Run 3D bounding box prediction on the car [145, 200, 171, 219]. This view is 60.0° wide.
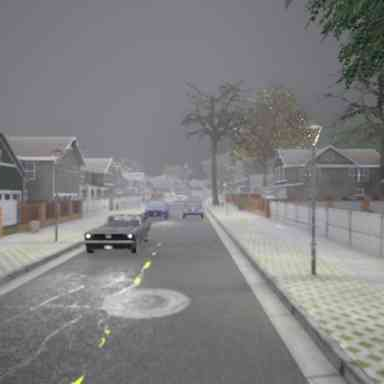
[{"bbox_3d":[-2.849,1.424,28.230,1.882,1.535,5.008,0,0,0],"label":"car"}]

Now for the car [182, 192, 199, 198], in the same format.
[{"bbox_3d":[0.117,1.244,41.421,2.097,1.767,4.553,0,0,0],"label":"car"}]

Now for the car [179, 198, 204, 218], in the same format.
[{"bbox_3d":[0.103,1.491,29.177,2.033,1.411,5.357,0,0,0],"label":"car"}]

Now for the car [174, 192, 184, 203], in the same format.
[{"bbox_3d":[-2.178,0.977,64.682,2.150,2.045,5.566,0,1,3],"label":"car"}]

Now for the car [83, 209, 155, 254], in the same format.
[{"bbox_3d":[-2.838,1.587,13.561,1.895,1.301,4.718,0,0,0],"label":"car"}]
